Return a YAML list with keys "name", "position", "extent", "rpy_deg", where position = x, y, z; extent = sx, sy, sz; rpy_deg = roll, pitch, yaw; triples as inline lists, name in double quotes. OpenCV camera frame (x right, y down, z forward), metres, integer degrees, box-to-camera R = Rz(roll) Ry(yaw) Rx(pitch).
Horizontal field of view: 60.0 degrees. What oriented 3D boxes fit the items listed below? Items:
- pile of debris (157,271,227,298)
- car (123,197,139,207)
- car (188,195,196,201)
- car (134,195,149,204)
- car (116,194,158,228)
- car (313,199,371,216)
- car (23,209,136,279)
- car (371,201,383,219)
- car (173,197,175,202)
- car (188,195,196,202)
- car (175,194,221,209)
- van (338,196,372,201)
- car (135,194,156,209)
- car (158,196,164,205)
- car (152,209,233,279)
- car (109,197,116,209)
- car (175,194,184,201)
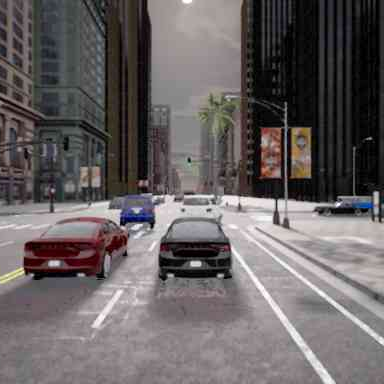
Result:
- name: "pile of debris"
  position: [0.000, 2.184, 7.969]
  extent: [1.500, 0.140, 1.860]
  rpy_deg: [0, 0, 0]
- name: "car"
  position: [-9.834, 1.587, 54.101]
  extent: [1.812, 1.442, 4.674]
  rpy_deg: [0, 0, 0]
- name: "car"
  position: [-0.006, 1.581, 88.397]
  extent: [1.882, 1.535, 5.008]
  rpy_deg: [0, 0, 0]
- name: "car"
  position: [-9.755, 1.426, 64.314]
  extent: [2.097, 1.767, 4.553]
  rpy_deg: [0, 0, 0]
- name: "car"
  position: [-3.657, 1.248, 22.355]
  extent: [2.150, 2.045, 5.566]
  rpy_deg: [0, 0, -8]
- name: "car"
  position: [14.243, 1.620, 32.156]
  extent: [4.718, 1.301, 1.895]
  rpy_deg: [0, 0, 0]
- name: "car"
  position: [-3.153, 1.488, 10.086]
  extent: [1.882, 1.535, 5.008]
  rpy_deg: [0, 0, 0]
- name: "car"
  position: [17.069, 1.578, 26.294]
  extent: [4.403, 1.369, 2.008]
  rpy_deg: [0, 0, 0]
- name: "car"
  position: [-3.255, 1.580, 76.670]
  extent: [1.837, 1.490, 4.892]
  rpy_deg: [0, 0, 0]
- name: "car"
  position: [-0.005, 1.591, 78.264]
  extent: [1.837, 1.490, 4.892]
  rpy_deg: [0, 0, 0]
- name: "car"
  position: [0.671, 1.248, 22.326]
  extent: [2.150, 2.045, 5.566]
  rpy_deg: [0, 0, 10]
- name: "van"
  position: [17.064, 1.353, 34.818]
  extent: [3.998, 1.788, 1.690]
  rpy_deg: [0, 0, 0]
- name: "car"
  position: [-6.595, 1.275, 47.610]
  extent: [2.150, 2.045, 5.566]
  rpy_deg: [0, 0, 0]
- name: "car"
  position: [-6.564, 1.557, 57.653]
  extent: [2.128, 1.511, 4.902]
  rpy_deg: [0, 0, 1]
- name: "car"
  position: [0.089, 1.488, 10.058]
  extent: [1.882, 1.535, 5.008]
  rpy_deg: [0, 0, 0]
- name: "car"
  position: [-9.877, 1.403, 45.407]
  extent: [2.097, 1.767, 4.553]
  rpy_deg: [0, 0, 1]
- name: "car"
  position: [-3.256, 1.289, 87.061]
  extent: [2.097, 1.767, 4.553]
  rpy_deg: [0, 0, 0]
